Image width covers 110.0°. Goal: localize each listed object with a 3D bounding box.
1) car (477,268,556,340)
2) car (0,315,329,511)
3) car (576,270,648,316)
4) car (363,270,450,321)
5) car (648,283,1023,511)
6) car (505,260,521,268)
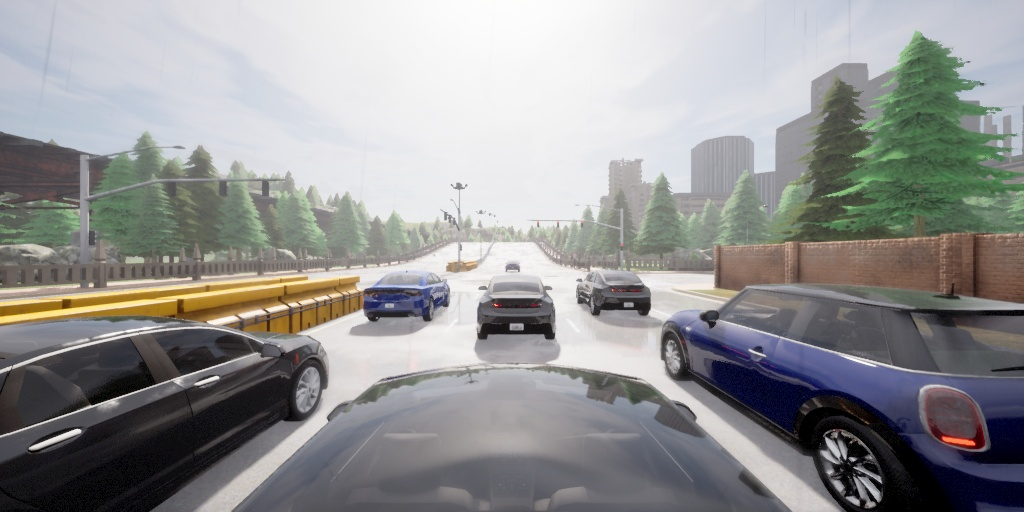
[{"bbox_3d":[0.099,1.255,10.003,1.837,1.490,4.892,0,0,0],"label":"car"},{"bbox_3d":[-3.400,1.255,2.934,1.837,1.490,4.892,0,0,0],"label":"car"},{"bbox_3d":[3.619,1.255,13.436,1.837,1.490,4.892,0,0,1],"label":"car"},{"bbox_3d":[-3.399,1.228,12.427,1.882,1.535,5.008,0,0,0],"label":"car"},{"bbox_3d":[3.602,1.102,4.352,2.097,1.767,4.553,0,0,0],"label":"car"},{"bbox_3d":[0.086,1.276,46.264,1.812,1.442,4.674,0,0,0],"label":"car"}]
